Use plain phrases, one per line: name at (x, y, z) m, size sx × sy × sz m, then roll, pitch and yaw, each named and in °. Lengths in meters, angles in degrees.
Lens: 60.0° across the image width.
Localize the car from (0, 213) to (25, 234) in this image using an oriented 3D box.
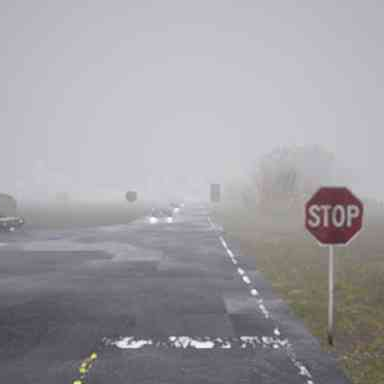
car at (-11.145, 1.527, 16.677) m, size 4.718 × 1.301 × 1.895 m, roll 0°, pitch 0°, yaw 5°

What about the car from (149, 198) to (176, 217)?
car at (-2.776, 1.553, 31.797) m, size 1.812 × 1.442 × 4.674 m, roll 0°, pitch 0°, yaw 0°

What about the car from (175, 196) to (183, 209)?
car at (-2.734, 1.614, 46.502) m, size 1.994 × 1.385 × 4.181 m, roll 0°, pitch 0°, yaw 0°
